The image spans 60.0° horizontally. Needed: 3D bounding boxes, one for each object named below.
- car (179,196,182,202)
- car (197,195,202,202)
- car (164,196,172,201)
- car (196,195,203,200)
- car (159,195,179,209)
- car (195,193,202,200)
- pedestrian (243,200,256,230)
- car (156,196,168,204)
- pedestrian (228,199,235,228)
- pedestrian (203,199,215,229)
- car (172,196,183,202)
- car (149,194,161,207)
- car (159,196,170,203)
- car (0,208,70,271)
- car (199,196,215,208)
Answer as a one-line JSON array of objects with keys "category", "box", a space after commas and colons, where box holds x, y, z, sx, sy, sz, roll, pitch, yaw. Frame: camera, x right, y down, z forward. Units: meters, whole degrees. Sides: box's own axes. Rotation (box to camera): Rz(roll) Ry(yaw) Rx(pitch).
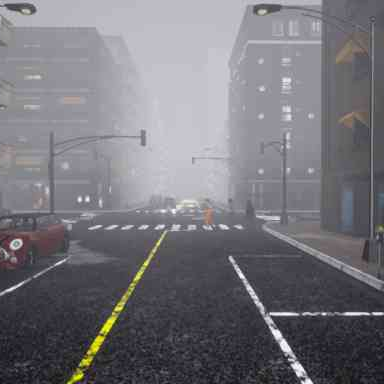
[{"category": "car", "box": [-3.162, 1.581, 58.030, 1.895, 1.301, 4.718, 0, 0, 0]}, {"category": "car", "box": [2.256, 1.534, 52.693, 2.008, 1.369, 4.403, -1, 0, 0]}, {"category": "car", "box": [-5.781, 1.552, 80.393, 1.802, 1.307, 4.206, -1, 0, 0]}, {"category": "car", "box": [2.036, 1.546, 91.467, 1.802, 1.307, 4.206, -1, 0, 0]}, {"category": "car", "box": [-3.102, 1.491, 45.855, 1.837, 1.490, 4.892, 0, 0, 0]}, {"category": "car", "box": [2.130, 1.518, 74.849, 1.887, 1.381, 4.507, -1, 0, 0]}, {"category": "pedestrian", "box": [3.338, 1.289, 19.243, 0.375, 1.860, 0.375, -1, 1, 0]}, {"category": "car", "box": [-5.687, 1.504, 63.611, 1.752, 1.417, 4.829, -1, 0, 0]}, {"category": "pedestrian", "box": [2.428, 1.291, 20.437, 0.375, 1.860, 0.375, -1, 1, 0]}, {"category": "pedestrian", "box": [0.981, 1.289, 19.775, 0.375, 1.860, 0.375, -1, 1, 0]}, {"category": "car", "box": [-3.168, 1.512, 73.486, 2.033, 1.411, 5.357, 0, 0, 0]}, {"category": "car", "box": [-5.627, 1.298, 52.707, 2.192, 1.841, 5.009, -1, 0, 0]}, {"category": "car", "box": [-5.718, 1.558, 69.319, 1.802, 1.307, 4.206, -1, 0, 0]}, {"category": "car", "box": [-5.517, 1.437, 10.729, 1.967, 1.590, 4.097, -1, 0, 0]}, {"category": "car", "box": [2.288, 1.568, 47.154, 1.802, 1.307, 4.206, -1, 0, 0]}]
